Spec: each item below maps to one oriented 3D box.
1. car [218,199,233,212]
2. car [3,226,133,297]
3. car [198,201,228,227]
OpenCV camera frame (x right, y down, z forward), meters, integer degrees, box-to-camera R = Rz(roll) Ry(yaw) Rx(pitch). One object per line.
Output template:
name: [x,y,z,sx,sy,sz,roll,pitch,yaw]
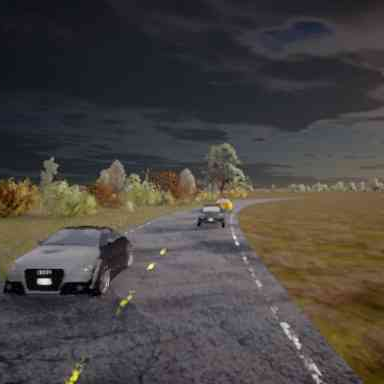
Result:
car: [3.976,1.616,41.397,1.882,1.535,5.008,0,0,10]
car: [-2.842,1.586,8.570,1.994,1.385,4.181,0,0,2]
car: [1.427,1.605,23.555,1.812,1.442,4.674,0,0,6]
